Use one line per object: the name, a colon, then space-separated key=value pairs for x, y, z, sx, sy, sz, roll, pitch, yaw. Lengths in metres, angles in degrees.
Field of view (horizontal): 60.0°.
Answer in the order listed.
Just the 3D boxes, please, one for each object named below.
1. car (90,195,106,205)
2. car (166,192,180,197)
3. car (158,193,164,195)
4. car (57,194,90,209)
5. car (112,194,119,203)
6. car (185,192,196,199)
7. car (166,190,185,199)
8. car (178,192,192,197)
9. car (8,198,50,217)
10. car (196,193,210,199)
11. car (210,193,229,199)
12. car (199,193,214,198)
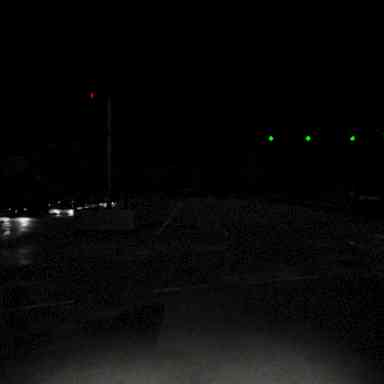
car: x=-14.020 y=1.147 z=48.491 sx=2.128 sy=1.511 sz=4.902 roll=0 pitch=0 yaw=1
car: x=-5.183 y=0.661 z=91.022 sx=1.882 sy=1.535 sz=5.008 roll=0 pitch=0 yaw=-30
car: x=-8.347 y=0.791 z=89.521 sx=1.895 sy=1.301 sz=4.718 roll=0 pitch=0 yaw=-30
car: x=-14.070 y=1.074 z=39.101 sx=2.097 sy=1.767 sz=4.553 roll=0 pitch=0 yaw=0
car: x=-14.193 y=1.074 z=58.800 sx=2.128 sy=1.511 sz=4.902 roll=0 pitch=0 yaw=-3
car: x=-1.304 y=0.935 z=81.785 sx=1.812 sy=1.442 sz=4.674 roll=0 pitch=0 yaw=-22
car: x=-4.247 y=0.652 z=79.648 sx=2.150 sy=2.045 sz=5.566 roll=0 pitch=0 yaw=-22
car: x=-2.034 y=0.649 z=92.550 sx=1.882 sy=1.535 sz=5.008 roll=0 pitch=0 yaw=-30
car: x=-14.087 y=1.298 z=29.070 sx=1.837 sy=1.490 sz=4.892 roll=0 pitch=0 yaw=0
car: x=2.010 y=0.943 z=82.910 sx=2.033 sy=1.411 sz=5.357 roll=0 pitch=0 yaw=-22
car: x=6.922 y=0.975 z=79.091 sx=2.033 sy=1.411 sz=5.357 roll=0 pitch=0 yaw=-18
car: x=3.804 y=0.896 z=88.104 sx=1.812 sy=1.442 sz=4.674 roll=0 pitch=0 yaw=-26
